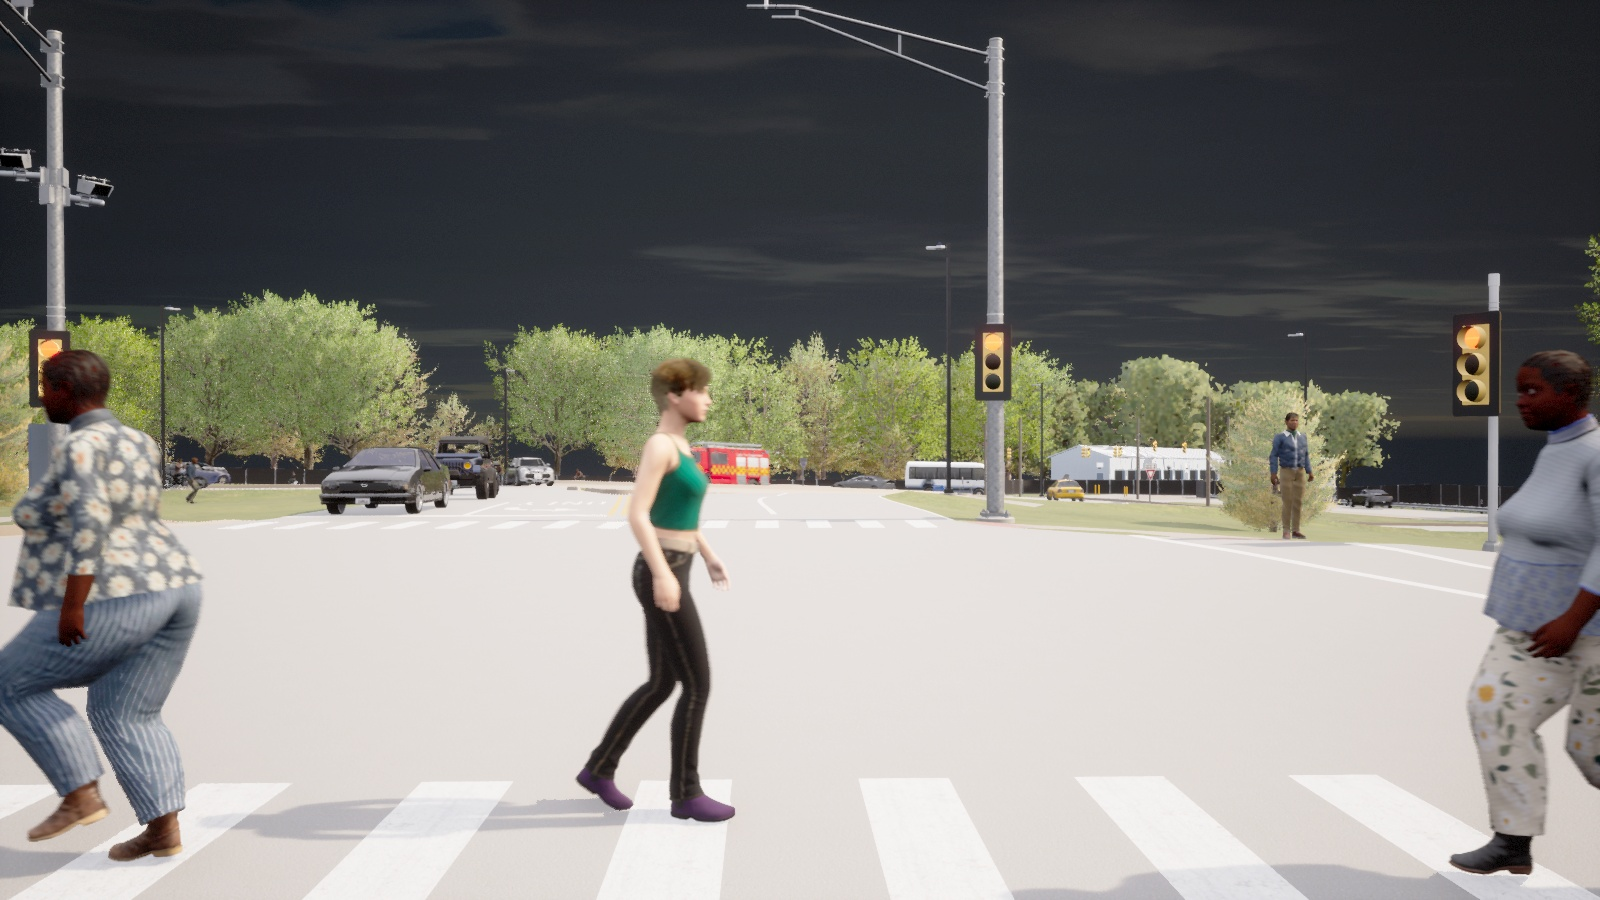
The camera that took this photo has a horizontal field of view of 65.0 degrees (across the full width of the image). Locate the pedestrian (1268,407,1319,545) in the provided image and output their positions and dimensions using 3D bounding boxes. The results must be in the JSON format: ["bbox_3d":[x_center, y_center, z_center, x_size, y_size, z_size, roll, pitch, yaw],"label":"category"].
[{"bbox_3d":[7.141,0.368,18.201,0.423,1.949,0.788,0,1,0],"label":"pedestrian"}]

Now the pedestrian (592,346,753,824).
[{"bbox_3d":[-0.498,0.517,4.999,0.594,1.836,0.345,0,1,3],"label":"pedestrian"}]

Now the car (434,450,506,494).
[{"bbox_3d":[-12.070,0.813,45.692,2.128,1.511,4.902,0,-1,-19],"label":"car"}]

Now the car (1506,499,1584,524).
[{"bbox_3d":[44.851,3.668,75.707,1.895,1.301,4.718,0,-1,0],"label":"car"}]

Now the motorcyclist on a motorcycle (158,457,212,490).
[{"bbox_3d":[-31.733,1.211,64.811,2.350,1.649,0.766,1,1,-11],"label":"motorcyclist on a motorcycle"}]

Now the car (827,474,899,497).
[{"bbox_3d":[4.644,2.618,92.850,4.902,1.511,2.128,0,-3,31],"label":"car"}]

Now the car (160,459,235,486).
[{"bbox_3d":[-39.044,1.501,81.478,1.851,1.617,3.988,-3,-3,36],"label":"car"}]

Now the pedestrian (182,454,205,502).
[{"bbox_3d":[-23.355,1.086,48.352,0.726,1.835,0.370,0,1,-7],"label":"pedestrian"}]

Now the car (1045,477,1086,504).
[{"bbox_3d":[17.055,2.581,80.872,1.801,1.575,5.366,0,-1,3],"label":"car"}]

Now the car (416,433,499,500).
[{"bbox_3d":[-10.076,0.493,37.225,1.905,1.878,3.866,0,-1,-8],"label":"car"}]

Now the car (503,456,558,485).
[{"bbox_3d":[-13.945,1.067,64.849,1.970,1.475,3.806,1,-1,-25],"label":"car"}]

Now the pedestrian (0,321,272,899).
[{"bbox_3d":[-2.511,0.516,4.437,0.900,1.855,0.874,0,1,2],"label":"pedestrian"}]

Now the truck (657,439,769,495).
[{"bbox_3d":[-6.460,1.377,94.543,8.468,3.827,2.891,3,-5,-44],"label":"truck"}]

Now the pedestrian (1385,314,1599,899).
[{"bbox_3d":[2.575,0.522,4.151,0.900,1.855,0.874,0,1,4],"label":"pedestrian"}]

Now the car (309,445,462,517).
[{"bbox_3d":[-8.879,0.613,27.407,2.033,1.411,5.357,0,0,-6],"label":"car"}]
